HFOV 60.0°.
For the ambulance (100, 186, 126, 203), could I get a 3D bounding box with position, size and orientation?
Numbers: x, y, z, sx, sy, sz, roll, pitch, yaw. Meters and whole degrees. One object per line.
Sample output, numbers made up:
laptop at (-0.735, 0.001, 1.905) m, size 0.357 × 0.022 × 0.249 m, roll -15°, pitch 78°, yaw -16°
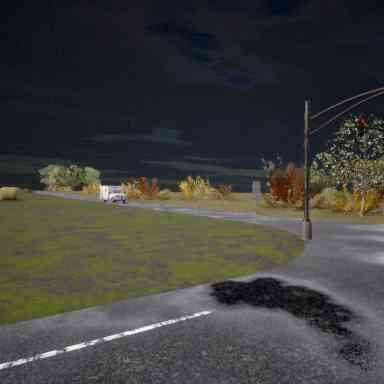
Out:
ambulance at (-11.882, 0.341, 50.062) m, size 2.351 × 2.431 × 6.366 m, roll 2°, pitch 0°, yaw -32°
